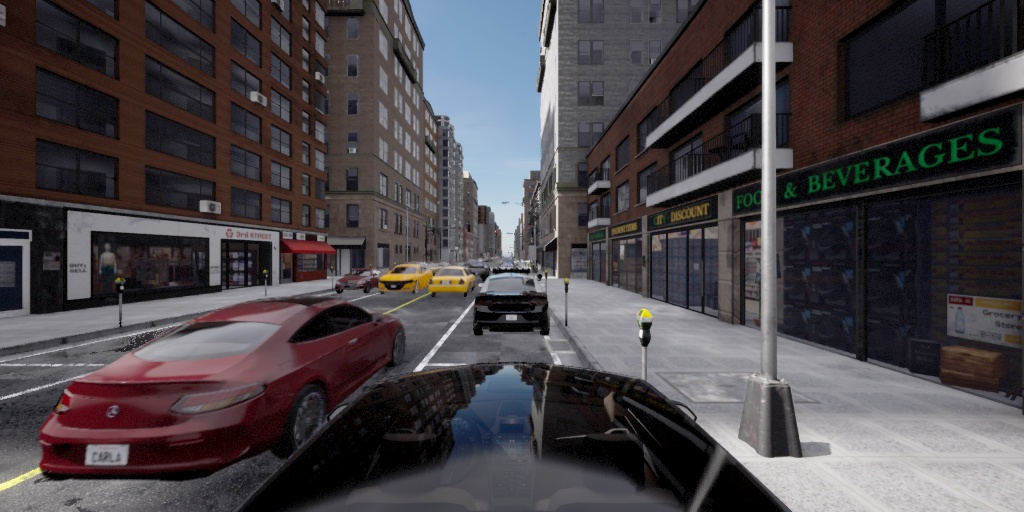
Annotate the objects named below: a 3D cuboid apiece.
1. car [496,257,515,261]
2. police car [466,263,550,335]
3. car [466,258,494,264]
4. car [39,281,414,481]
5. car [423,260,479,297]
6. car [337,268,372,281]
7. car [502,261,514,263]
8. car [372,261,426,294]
[{"bbox_3d":[-0.383,1.190,36.951,1.967,1.591,4.097,0,0,0],"label":"car"},{"bbox_3d":[-0.012,1.175,10.610,1.930,1.638,5.238,0,0,0],"label":"police car"},{"bbox_3d":[-2.927,1.243,32.139,2.128,1.511,4.902,0,0,0],"label":"car"},{"bbox_3d":[-2.931,1.276,4.901,1.812,1.442,4.674,0,0,0],"label":"car"},{"bbox_3d":[-3.021,1.206,18.946,1.801,1.575,5.366,0,0,0],"label":"car"},{"bbox_3d":[-8.408,1.332,20.388,1.802,1.307,4.207,0,0,0],"label":"car"},{"bbox_3d":[-0.383,1.300,25.913,2.007,1.370,4.403,0,0,0],"label":"car"},{"bbox_3d":[-5.869,1.228,20.256,1.882,1.535,5.008,0,0,0],"label":"car"}]
